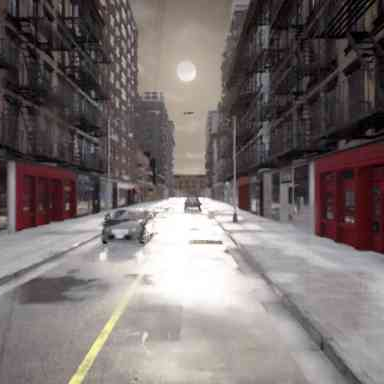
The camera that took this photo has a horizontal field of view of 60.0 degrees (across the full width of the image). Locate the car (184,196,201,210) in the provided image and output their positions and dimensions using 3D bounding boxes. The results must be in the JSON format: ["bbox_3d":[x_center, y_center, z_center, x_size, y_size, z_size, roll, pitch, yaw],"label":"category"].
[{"bbox_3d":[0.059,1.347,42.368,2.097,1.767,4.553,0,0,0],"label":"car"}]

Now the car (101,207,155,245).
[{"bbox_3d":[-2.861,1.481,15.599,2.128,1.511,4.902,0,0,0],"label":"car"}]

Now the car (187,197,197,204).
[{"bbox_3d":[0.033,1.628,64.315,1.895,1.301,4.718,0,0,0],"label":"car"}]
